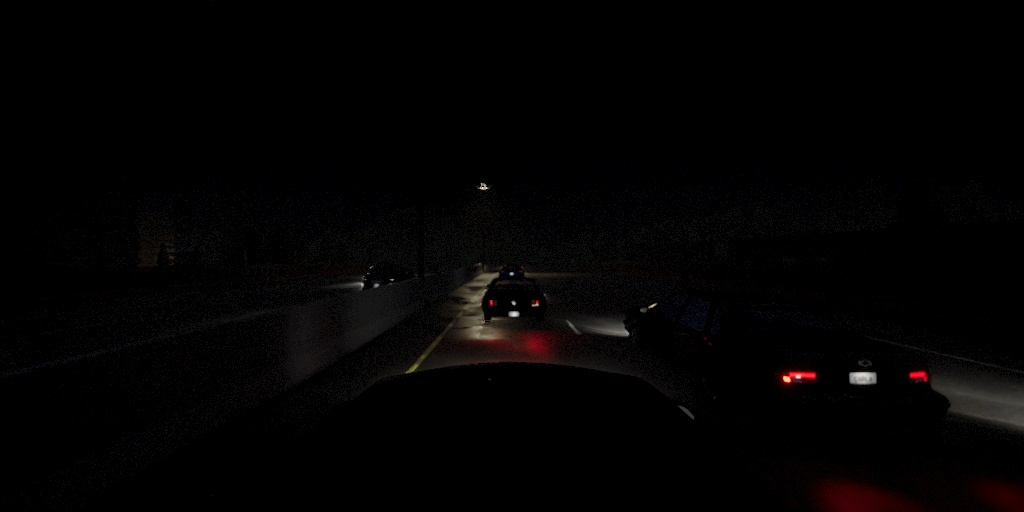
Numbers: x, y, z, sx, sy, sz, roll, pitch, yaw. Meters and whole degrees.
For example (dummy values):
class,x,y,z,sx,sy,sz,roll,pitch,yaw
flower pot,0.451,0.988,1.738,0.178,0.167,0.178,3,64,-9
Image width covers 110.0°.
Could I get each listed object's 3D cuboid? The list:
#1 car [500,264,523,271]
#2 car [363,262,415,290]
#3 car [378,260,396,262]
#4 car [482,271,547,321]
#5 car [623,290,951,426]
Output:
class,x,y,z,sx,sy,sz,roll,pitch,yaw
car,-0.021,1.363,29.746,1.994,1.385,4.181,0,0,0
car,-7.181,1.287,21.403,2.128,1.511,4.902,0,0,0
car,-10.721,1.321,30.716,1.837,1.490,4.892,0,0,0
car,0.055,1.370,12.434,1.895,1.301,4.718,0,0,0
car,3.581,1.300,6.179,2.033,1.411,5.357,0,0,0
